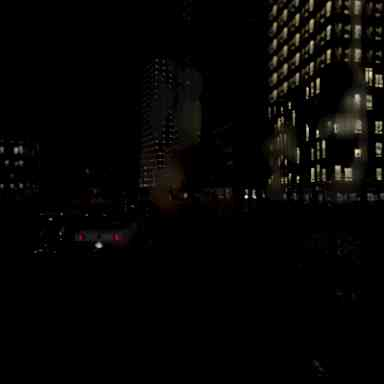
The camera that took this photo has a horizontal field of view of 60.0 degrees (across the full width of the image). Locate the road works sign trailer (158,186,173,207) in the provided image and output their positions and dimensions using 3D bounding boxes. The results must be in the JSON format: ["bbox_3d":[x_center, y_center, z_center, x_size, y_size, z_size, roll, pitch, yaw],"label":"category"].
[{"bbox_3d":[-4.633,0.764,59.219,2.380,3.560,2.880,0,0,-10],"label":"road works sign trailer"}]

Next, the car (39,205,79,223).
[{"bbox_3d":[-10.881,1.783,27.478,1.895,1.301,4.718,0,0,-4],"label":"car"}]

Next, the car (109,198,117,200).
[{"bbox_3d":[-16.027,1.864,67.616,2.033,1.411,5.357,0,0,-10],"label":"car"}]

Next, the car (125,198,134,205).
[{"bbox_3d":[-12.833,1.909,68.217,1.895,1.301,4.718,0,0,-10],"label":"car"}]

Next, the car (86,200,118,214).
[{"bbox_3d":[-7.691,1.725,28.454,2.033,1.411,5.357,0,0,-4],"label":"car"}]

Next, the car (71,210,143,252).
[{"bbox_3d":[-3.464,1.696,14.406,1.895,1.301,4.718,0,0,-2],"label":"car"}]

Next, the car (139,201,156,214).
[{"bbox_3d":[-5.207,1.743,39.021,1.812,1.442,4.674,0,0,-6],"label":"car"}]
